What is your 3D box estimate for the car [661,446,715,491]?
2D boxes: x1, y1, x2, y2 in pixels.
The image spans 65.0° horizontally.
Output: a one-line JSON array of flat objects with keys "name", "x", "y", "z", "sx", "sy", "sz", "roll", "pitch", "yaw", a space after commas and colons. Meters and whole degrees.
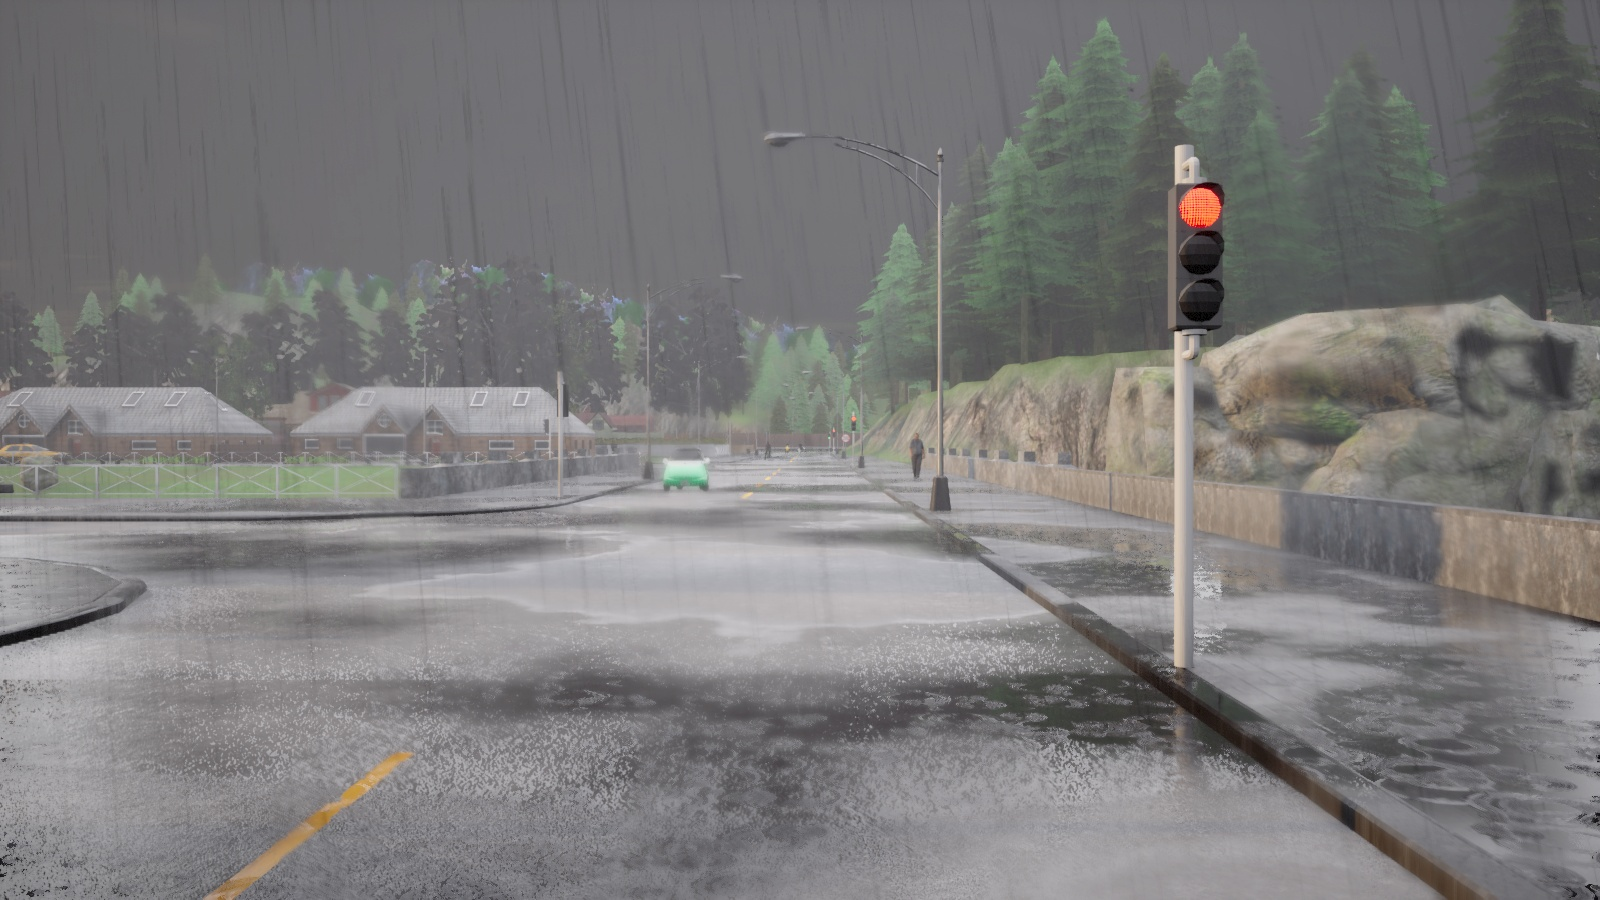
[{"name": "car", "x": -3.512, "y": 0.575, "z": 39.511, "sx": 1.481, "sy": 1.376, "sz": 2.207, "roll": 0, "pitch": 0, "yaw": 1}]

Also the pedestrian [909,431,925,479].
[{"name": "pedestrian", "x": 4.487, "y": 0.188, "z": 48.245, "sx": 0.540, "sy": 1.848, "sz": 0.694, "roll": 0, "pitch": 0, "yaw": 2}]

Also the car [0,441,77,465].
[{"name": "car", "x": -51.578, "y": 0.170, "z": 84.017, "sx": 5.366, "sy": 1.575, "sz": 1.801, "roll": 0, "pitch": 0, "yaw": 1}]
